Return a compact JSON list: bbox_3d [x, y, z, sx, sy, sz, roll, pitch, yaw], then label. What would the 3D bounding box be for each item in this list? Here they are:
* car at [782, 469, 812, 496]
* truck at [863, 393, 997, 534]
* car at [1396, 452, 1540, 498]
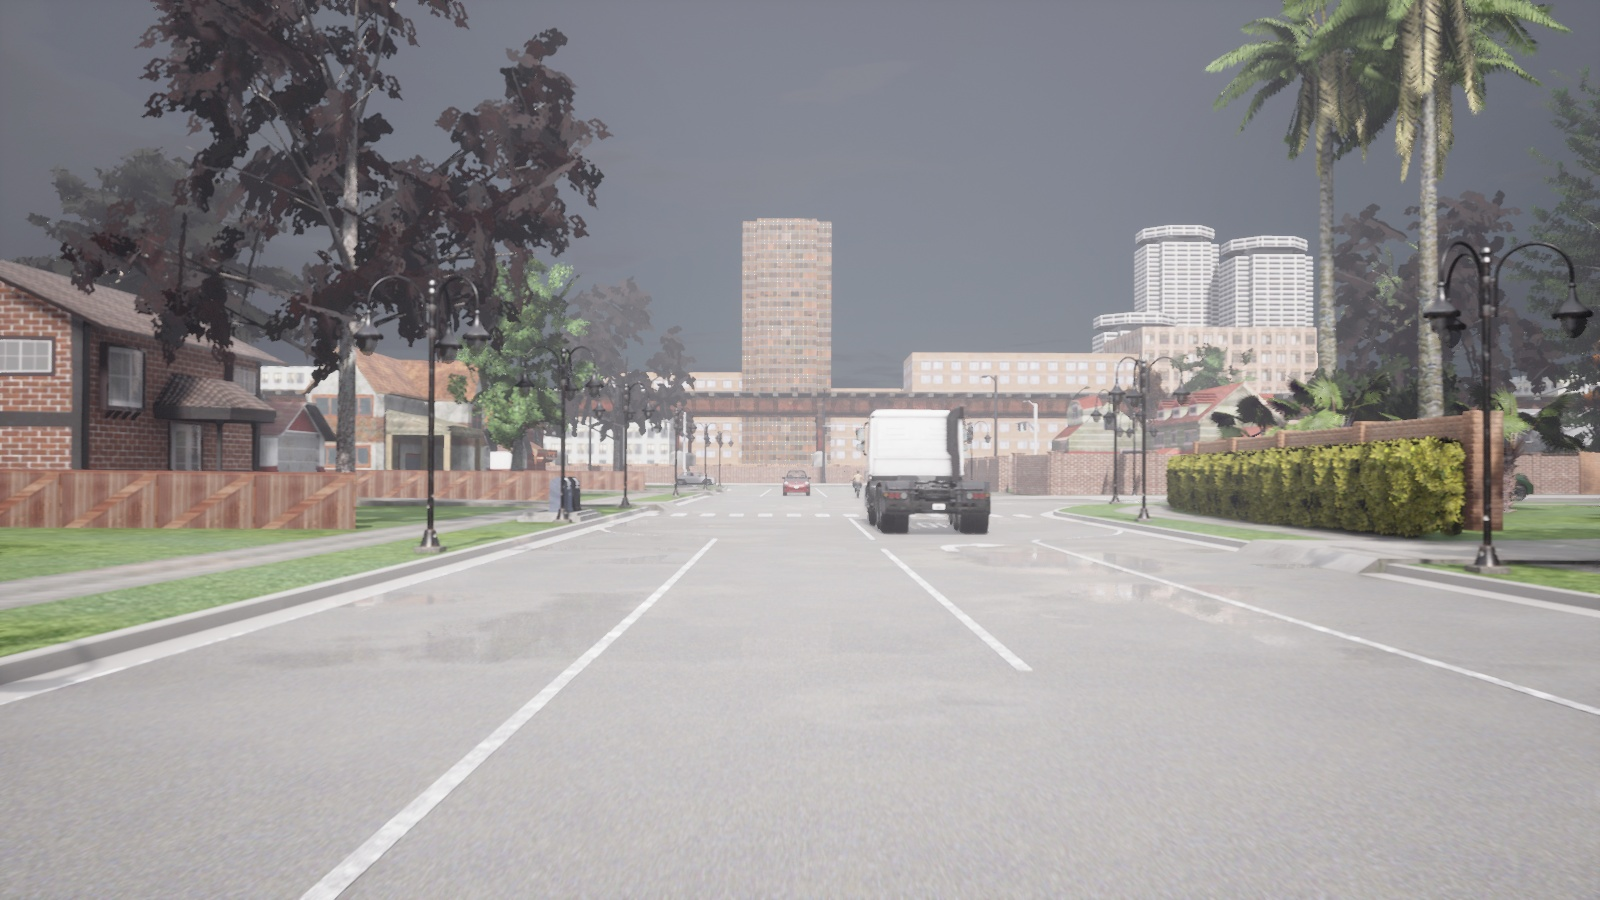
[{"bbox_3d":[-0.208,2.056,80.201,1.851,1.617,3.988,0,-1,0],"label":"car"},{"bbox_3d":[3.405,0.404,34.982,2.891,3.462,7.936,0,-1,0],"label":"truck"},{"bbox_3d":[31.327,1.170,58.976,5.566,2.045,2.150,-1,-1,0],"label":"car"}]
